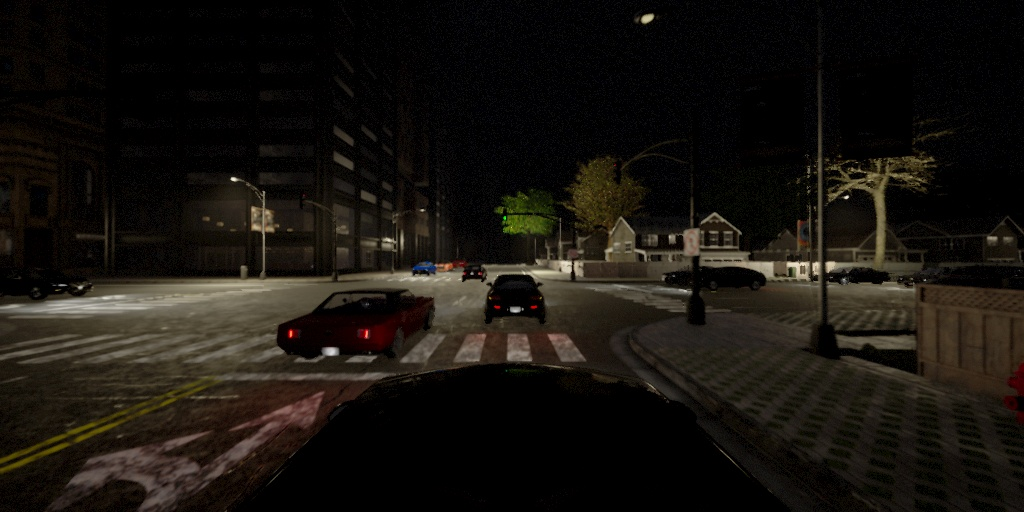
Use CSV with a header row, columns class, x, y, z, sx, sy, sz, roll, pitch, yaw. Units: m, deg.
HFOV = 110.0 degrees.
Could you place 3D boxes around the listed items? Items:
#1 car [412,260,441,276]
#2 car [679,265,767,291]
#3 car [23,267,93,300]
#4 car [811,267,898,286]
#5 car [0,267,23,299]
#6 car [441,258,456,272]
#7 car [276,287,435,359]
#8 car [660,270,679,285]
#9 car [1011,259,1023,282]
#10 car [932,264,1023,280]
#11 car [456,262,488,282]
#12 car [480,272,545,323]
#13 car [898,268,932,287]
class,x,y,z,sx,sy,sz,roll,pitch,yaw
car,-9.842,1.446,40.609,1.882,1.535,5.008,0,0,0
car,13.897,1.437,23.328,4.892,1.490,1.837,0,0,-6
car,-23.378,1.280,17.295,4.892,1.490,1.837,0,0,-3
car,26.539,1.544,28.086,5.357,1.411,2.033,0,0,-8
car,-23.302,1.239,14.045,4.902,1.511,2.128,0,0,-3
car,-9.820,1.382,51.721,2.097,1.767,4.553,0,-1,0
car,-3.151,1.389,8.463,1.895,1.301,4.718,0,0,0
car,13.508,1.451,26.553,4.902,1.511,2.128,0,0,-6
car,47.191,1.264,31.214,5.566,2.045,2.150,0,-1,-10
car,24.213,1.256,17.768,4.553,1.767,2.097,0,0,-7
car,-3.155,1.461,30.870,2.033,1.411,5.357,0,0,0
car,0.096,1.334,12.309,1.812,1.442,4.674,0,0,0
car,30.424,1.526,25.337,5.357,1.411,2.033,0,0,-8
